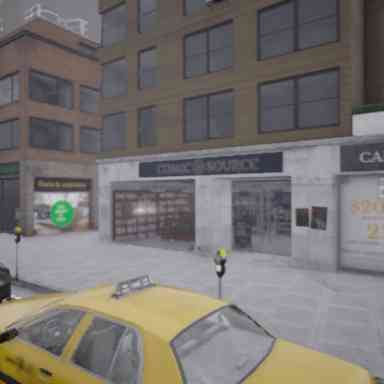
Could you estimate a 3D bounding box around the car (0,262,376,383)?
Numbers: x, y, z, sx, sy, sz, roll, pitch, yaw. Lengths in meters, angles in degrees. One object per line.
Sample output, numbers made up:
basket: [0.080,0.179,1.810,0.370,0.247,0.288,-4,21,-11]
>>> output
car: [-0.786,1.535,3.405,4.829,1.417,1.752,0,0,35]
